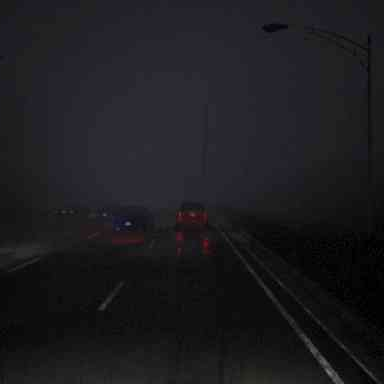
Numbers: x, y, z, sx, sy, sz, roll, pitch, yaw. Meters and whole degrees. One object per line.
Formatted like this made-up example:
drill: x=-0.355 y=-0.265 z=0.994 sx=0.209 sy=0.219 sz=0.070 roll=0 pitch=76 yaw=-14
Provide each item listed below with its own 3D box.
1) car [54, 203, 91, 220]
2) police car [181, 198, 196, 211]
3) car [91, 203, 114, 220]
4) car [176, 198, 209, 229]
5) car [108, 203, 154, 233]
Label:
car: x=-10.561 y=1.680 z=29.729 sx=2.033 sy=1.411 sz=5.357 roll=0 pitch=0 yaw=-1
police car: x=-0.547 y=1.606 z=44.675 sx=1.930 sy=1.638 sz=5.238 roll=0 pitch=0 yaw=-2
car: x=-7.055 y=1.651 z=28.975 sx=1.812 sy=1.442 sz=4.674 roll=0 pitch=0 yaw=-1
car: x=0.021 y=1.443 z=22.799 sx=2.097 sy=1.767 sz=4.553 roll=0 pitch=0 yaw=0
car: x=-3.452 y=1.564 z=20.359 sx=1.882 sy=1.535 sz=5.008 roll=0 pitch=0 yaw=0
